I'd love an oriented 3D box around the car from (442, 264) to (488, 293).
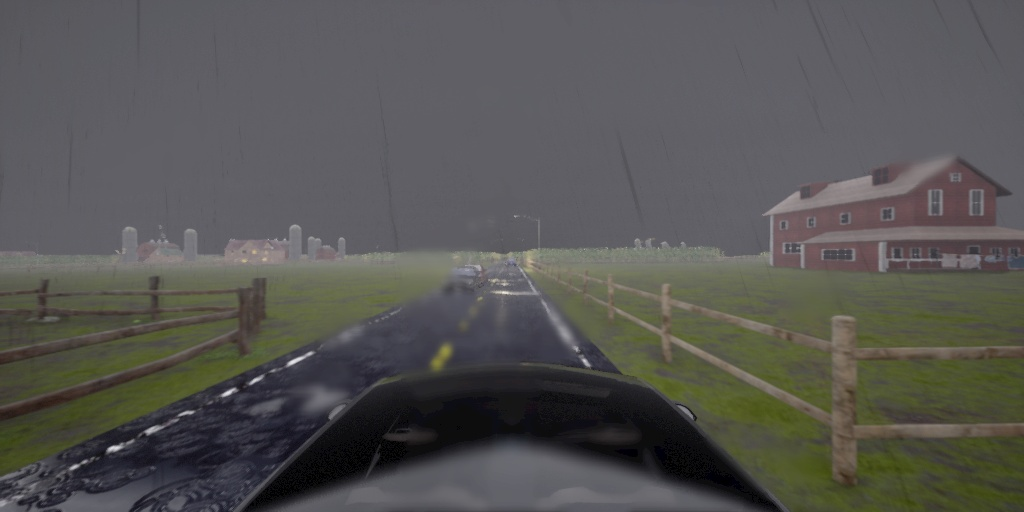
[{"bbox_3d":[-2.765,1.355,21.090,2.033,1.411,5.357,0,0,0],"label":"car"}]
